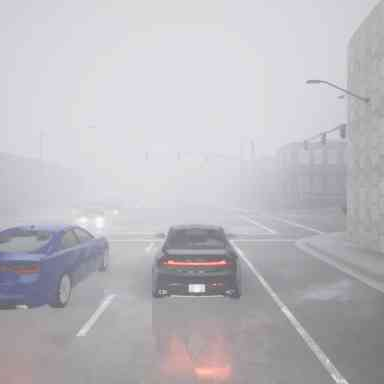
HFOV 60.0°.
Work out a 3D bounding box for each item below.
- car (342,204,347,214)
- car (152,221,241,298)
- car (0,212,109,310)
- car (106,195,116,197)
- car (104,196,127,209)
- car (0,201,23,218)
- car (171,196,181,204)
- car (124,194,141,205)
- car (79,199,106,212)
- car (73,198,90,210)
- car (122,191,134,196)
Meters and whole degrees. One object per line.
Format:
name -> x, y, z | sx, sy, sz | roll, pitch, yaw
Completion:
car -> 14.996, 1.015, 27.522 | 5.008, 1.535, 1.882 | -5, 0, 0
car -> 0.104, 1.505, 8.478 | 1.837, 1.490, 4.892 | 0, 0, 0
car -> -3.401, 1.478, 7.933 | 1.882, 1.535, 5.008 | 0, 0, 0
car -> -13.912, 1.351, 57.015 | 2.097, 1.767, 4.553 | 0, 0, 0
car -> -10.466, 1.601, 44.263 | 1.895, 1.301, 4.718 | 0, 0, 0
car -> -17.257, 1.526, 28.804 | 1.812, 1.442, 4.674 | 2, 1, 45
car -> -3.206, 1.478, 65.999 | 1.882, 1.535, 5.008 | 0, 0, 0
car -> -10.394, 1.525, 59.477 | 1.812, 1.442, 4.674 | 0, 0, 0
car -> -9.639, 1.601, 32.467 | 1.895, 1.301, 4.718 | 0, 0, -15
car -> -13.972, 1.525, 43.359 | 1.812, 1.442, 4.674 | 0, 0, 0
car -> -13.790, 0.907, 72.162 | 2.150, 2.045, 5.566 | 0, 0, 0
